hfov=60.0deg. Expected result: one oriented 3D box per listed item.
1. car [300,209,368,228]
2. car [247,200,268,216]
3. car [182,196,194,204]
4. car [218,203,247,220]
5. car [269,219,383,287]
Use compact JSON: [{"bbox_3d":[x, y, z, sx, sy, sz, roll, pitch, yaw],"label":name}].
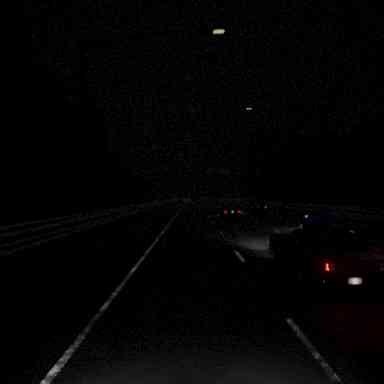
[{"bbox_3d":[7.095,1.636,17.212,1.882,1.535,5.008,0,-1,0],"label":"car"},{"bbox_3d":[7.089,1.694,37.457,2.097,1.767,4.553,0,-1,0],"label":"car"},{"bbox_3d":[-1.249,2.001,81.971,2.150,2.045,5.566,0,-1,0],"label":"car"},{"bbox_3d":[3.591,1.839,31.939,2.033,1.411,5.357,0,-1,0],"label":"car"},{"bbox_3d":[3.599,1.689,9.552,1.895,1.301,4.718,0,-1,0],"label":"car"}]
